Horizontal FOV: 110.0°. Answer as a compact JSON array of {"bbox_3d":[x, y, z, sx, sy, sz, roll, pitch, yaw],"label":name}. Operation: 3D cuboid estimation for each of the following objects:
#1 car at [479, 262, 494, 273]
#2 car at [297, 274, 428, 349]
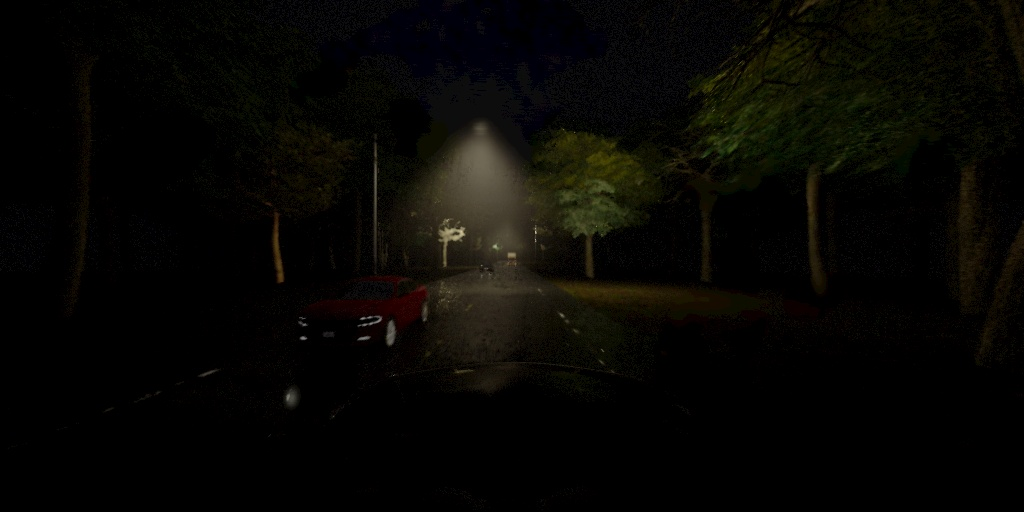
[{"bbox_3d":[-3.573,1.598,51.043,2.128,1.511,4.902,0,0,0],"label":"car"},{"bbox_3d":[-3.601,1.282,9.550,1.882,1.535,5.008,0,0,0],"label":"car"}]
